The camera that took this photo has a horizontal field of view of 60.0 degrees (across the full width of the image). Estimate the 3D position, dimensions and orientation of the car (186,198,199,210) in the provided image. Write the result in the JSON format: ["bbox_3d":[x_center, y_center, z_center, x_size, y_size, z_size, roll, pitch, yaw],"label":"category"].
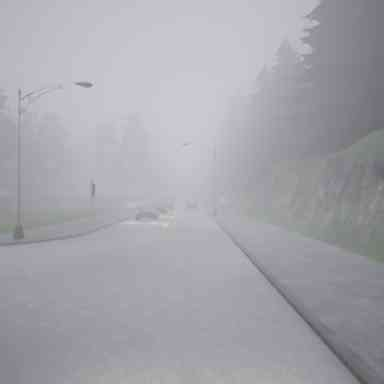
[{"bbox_3d":[0.097,2.034,53.981,1.882,1.535,5.008,0,-1,0],"label":"car"}]

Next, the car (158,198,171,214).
[{"bbox_3d":[-4.094,1.905,41.479,1.882,1.535,5.008,0,-1,0],"label":"car"}]

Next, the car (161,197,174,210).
[{"bbox_3d":[-4.046,1.759,52.161,2.150,2.045,5.566,0,-1,0],"label":"car"}]

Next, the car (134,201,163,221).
[{"bbox_3d":[-4.088,1.848,31.188,1.812,1.442,4.674,0,-1,0],"label":"car"}]

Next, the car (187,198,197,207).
[{"bbox_3d":[-0.006,2.033,66.126,2.097,1.767,4.553,0,-1,0],"label":"car"}]
